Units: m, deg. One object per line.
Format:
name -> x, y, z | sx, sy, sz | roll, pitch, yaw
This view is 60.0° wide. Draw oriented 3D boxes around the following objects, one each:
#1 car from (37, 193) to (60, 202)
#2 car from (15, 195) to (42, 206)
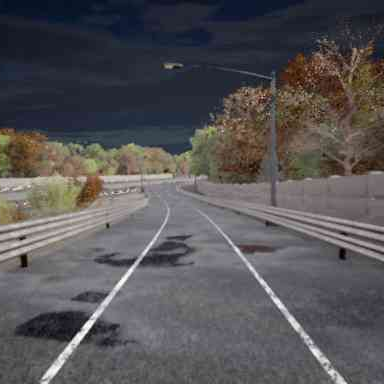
car -> -31.025, 1.090, 72.179 | 1.837, 1.490, 4.892 | 1, 4, 15
car -> -30.309, 1.802, 61.369 | 1.882, 1.535, 5.008 | 1, 4, 15
